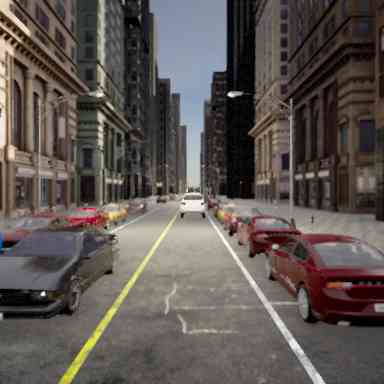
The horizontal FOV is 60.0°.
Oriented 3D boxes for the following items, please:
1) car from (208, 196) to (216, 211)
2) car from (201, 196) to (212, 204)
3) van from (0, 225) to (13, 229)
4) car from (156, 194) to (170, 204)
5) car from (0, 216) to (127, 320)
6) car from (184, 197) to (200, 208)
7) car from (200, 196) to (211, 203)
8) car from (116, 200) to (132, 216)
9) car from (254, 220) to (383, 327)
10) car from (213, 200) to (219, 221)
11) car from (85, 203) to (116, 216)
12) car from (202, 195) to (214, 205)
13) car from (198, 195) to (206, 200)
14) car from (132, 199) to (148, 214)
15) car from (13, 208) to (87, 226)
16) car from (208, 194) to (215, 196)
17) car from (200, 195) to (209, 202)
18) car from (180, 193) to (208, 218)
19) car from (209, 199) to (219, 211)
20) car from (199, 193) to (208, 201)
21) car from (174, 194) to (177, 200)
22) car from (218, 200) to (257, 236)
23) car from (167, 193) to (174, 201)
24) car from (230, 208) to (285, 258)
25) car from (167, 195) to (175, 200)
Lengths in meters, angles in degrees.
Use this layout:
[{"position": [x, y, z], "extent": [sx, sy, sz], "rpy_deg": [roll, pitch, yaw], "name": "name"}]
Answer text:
[{"position": [2.749, 1.525, 40.660], "extent": [1.887, 1.381, 4.507], "rpy_deg": [0, 0, 0], "name": "car"}, {"position": [2.744, 1.538, 63.067], "extent": [1.947, 1.339, 4.313], "rpy_deg": [0, 0, 0], "name": "car"}, {"position": [-5.768, 1.337, 7.038], "extent": [1.690, 1.788, 3.998], "rpy_deg": [0, 0, 0], "name": "van"}, {"position": [-5.782, 1.517, 63.059], "extent": [1.887, 1.381, 4.507], "rpy_deg": [0, 0, 0], "name": "car"}, {"position": [-3.042, 1.544, 7.814], "extent": [2.033, 1.411, 5.357], "rpy_deg": [0, 0, 0], "name": "car"}, {"position": [-0.001, 1.481, 48.005], "extent": [2.163, 1.488, 4.792], "rpy_deg": [0, 0, 0], "name": "car"}, {"position": [2.742, 1.521, 68.669], "extent": [2.008, 1.369, 4.403], "rpy_deg": [0, 0, 0], "name": "car"}, {"position": [-5.771, 1.514, 23.674], "extent": [1.752, 1.417, 4.829], "rpy_deg": [0, 0, 0], "name": "car"}, {"position": [2.758, 1.541, 7.049], "extent": [1.887, 1.381, 4.507], "rpy_deg": [0, 0, 0], "name": "car"}, {"position": [2.754, 1.513, 24.025], "extent": [1.752, 1.417, 4.829], "rpy_deg": [0, 0, 0], "name": "car"}, {"position": [-5.770, 1.536, 18.242], "extent": [1.887, 1.381, 4.507], "rpy_deg": [0, 0, 0], "name": "car"}, {"position": [2.745, 1.414, 57.465], "extent": [1.967, 1.590, 4.097], "rpy_deg": [0, 0, 0], "name": "car"}, {"position": [2.736, 1.529, 91.076], "extent": [1.947, 1.339, 4.313], "rpy_deg": [0, 0, 0], "name": "car"}, {"position": [-5.775, 1.423, 35.049], "extent": [1.967, 1.590, 4.097], "rpy_deg": [0, 0, 0], "name": "car"}, {"position": [-5.768, 1.538, 12.640], "extent": [1.887, 1.381, 4.507], "rpy_deg": [0, 0, 0], "name": "car"}, {"position": [2.746, 1.291, 51.864], "extent": [2.192, 1.841, 5.009], "rpy_deg": [0, 0, 0], "name": "car"}, {"position": [2.740, 1.494, 74.440], "extent": [1.752, 1.417, 4.829], "rpy_deg": [0, 0, 0], "name": "car"}, {"position": [0.086, 1.197, 30.522], "extent": [2.150, 2.045, 5.566], "rpy_deg": [0, -1, 0], "name": "car"}, {"position": [2.753, 1.567, 29.457], "extent": [1.802, 1.307, 4.206], "rpy_deg": [0, 0, 0], "name": "car"}, {"position": [2.738, 1.282, 79.873], "extent": [2.192, 1.841, 5.009], "rpy_deg": [0, 0, 0], "name": "car"}, {"position": [-5.789, 1.280, 85.469], "extent": [2.192, 1.841, 5.009], "rpy_deg": [0, 0, 0], "name": "car"}, {"position": [2.755, 1.431, 18.253], "extent": [1.967, 1.590, 4.097], "rpy_deg": [0, 0, 0], "name": "car"}, {"position": [-5.785, 1.519, 74.264], "extent": [2.008, 1.369, 4.403], "rpy_deg": [0, 0, 0], "name": "car"}, {"position": [2.757, 1.538, 12.651], "extent": [1.887, 1.381, 4.507], "rpy_deg": [0, 0, 0], "name": "car"}, {"position": [-5.789, 1.529, 91.070], "extent": [1.947, 1.339, 4.313], "rpy_deg": [0, 0, 0], "name": "car"}]
